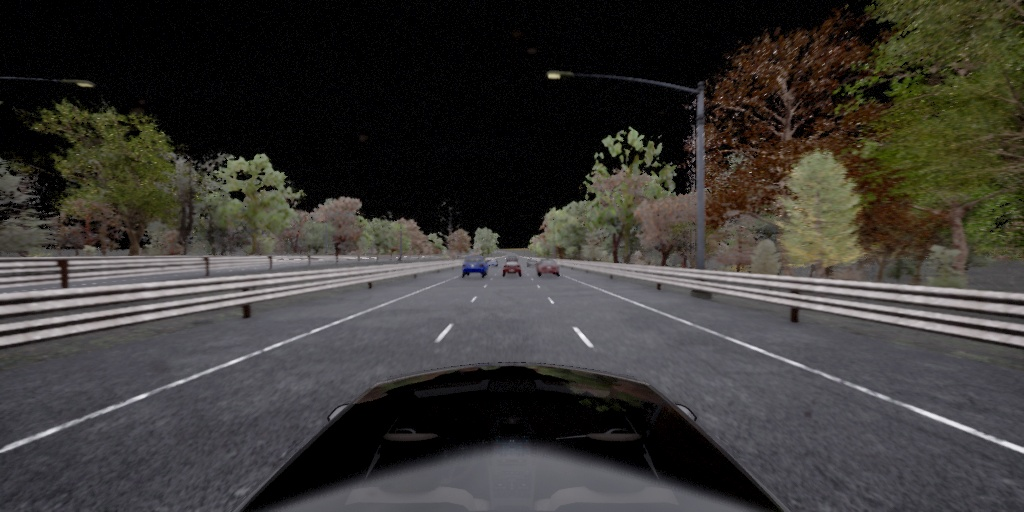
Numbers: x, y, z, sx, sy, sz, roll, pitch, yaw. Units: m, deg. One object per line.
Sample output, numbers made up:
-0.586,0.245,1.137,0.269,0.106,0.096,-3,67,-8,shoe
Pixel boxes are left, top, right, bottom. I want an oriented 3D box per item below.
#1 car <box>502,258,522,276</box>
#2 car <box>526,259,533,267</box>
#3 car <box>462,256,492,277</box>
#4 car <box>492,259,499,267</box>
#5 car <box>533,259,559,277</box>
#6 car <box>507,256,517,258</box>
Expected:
0.028,1.225,37.012,1.882,1.535,5.008,0,0,1,car
3.574,1.238,64.732,2.128,1.511,4.902,0,0,0,car
-3.495,0.973,34.788,2.150,2.045,5.566,0,0,0,car
-3.420,1.294,65.392,2.033,1.411,5.357,0,0,0,car
3.519,1.099,36.243,2.097,1.767,4.553,0,0,0,car
0.073,0.968,64.591,2.150,2.045,5.566,0,0,1,car
